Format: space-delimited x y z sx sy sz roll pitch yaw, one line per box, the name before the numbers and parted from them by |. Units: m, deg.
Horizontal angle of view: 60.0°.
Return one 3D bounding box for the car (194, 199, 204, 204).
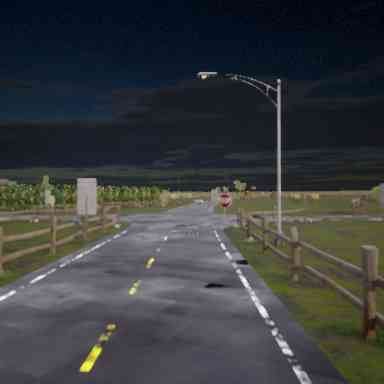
car | 1.654 2.259 79.664 1.895 1.301 4.718 0 0 7
